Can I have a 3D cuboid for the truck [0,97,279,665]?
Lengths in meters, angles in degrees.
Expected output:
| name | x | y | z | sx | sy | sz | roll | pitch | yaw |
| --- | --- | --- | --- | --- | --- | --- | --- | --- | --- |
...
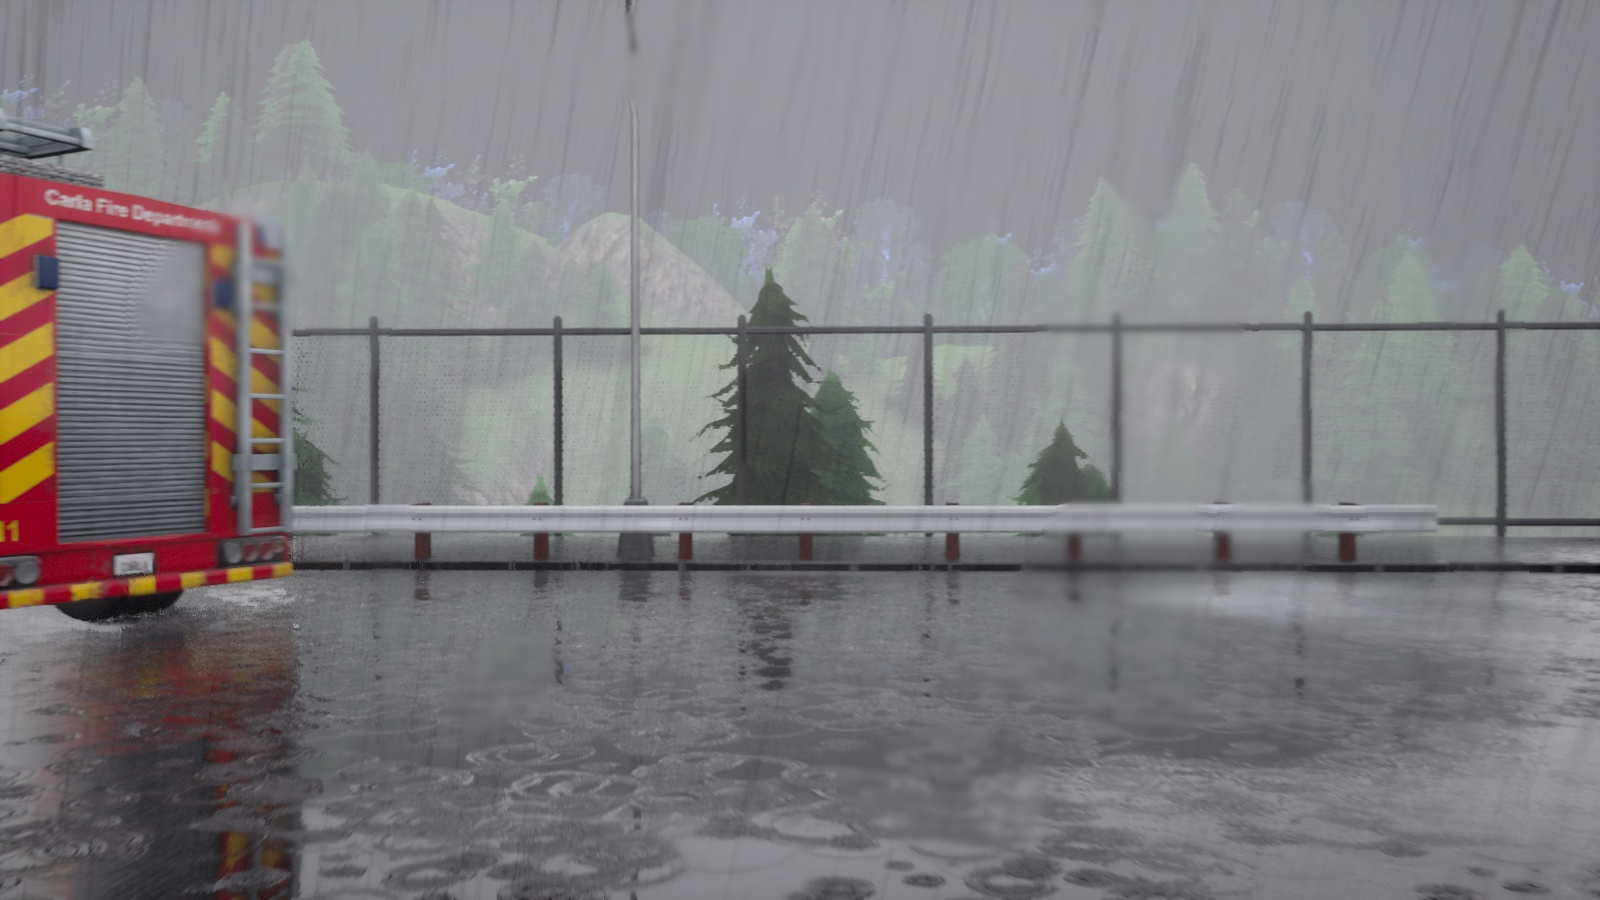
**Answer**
| name | x | y | z | sx | sy | sz | roll | pitch | yaw |
| --- | --- | --- | --- | --- | --- | --- | --- | --- | --- |
| truck | -8.804 | -0.477 | 11.099 | 8.468 | 3.827 | 2.891 | 0 | 0 | 26 |
